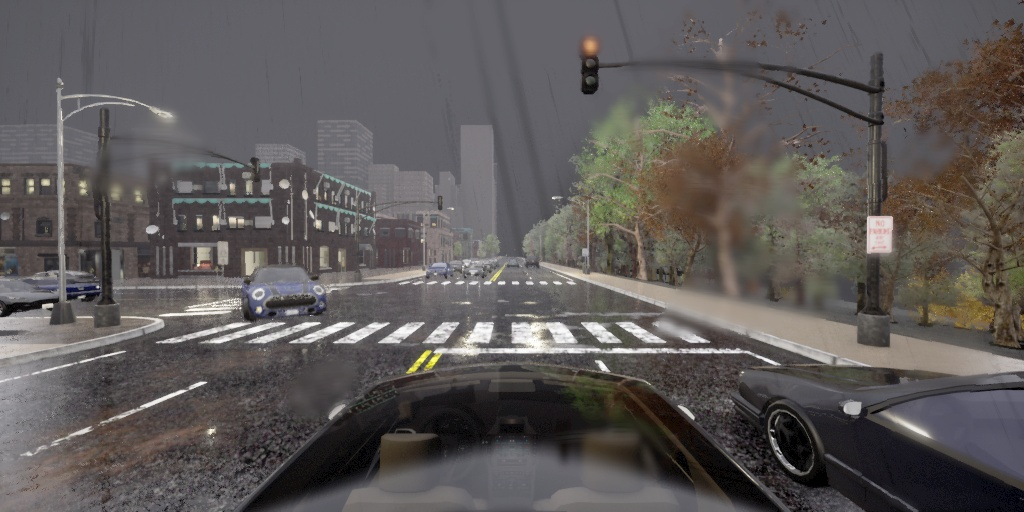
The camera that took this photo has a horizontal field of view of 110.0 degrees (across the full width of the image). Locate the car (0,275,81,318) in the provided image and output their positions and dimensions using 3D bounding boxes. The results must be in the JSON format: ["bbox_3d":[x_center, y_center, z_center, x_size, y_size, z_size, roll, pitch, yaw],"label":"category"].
[{"bbox_3d":[-19.930,1.565,13.725,4.313,1.339,1.948,0,0,0],"label":"car"}]

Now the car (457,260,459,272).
[{"bbox_3d":[-6.537,1.241,42.282,1.837,1.490,4.892,0,0,0],"label":"car"}]

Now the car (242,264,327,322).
[{"bbox_3d":[-8.011,1.107,12.482,2.097,1.767,4.553,-1,1,-39],"label":"car"}]

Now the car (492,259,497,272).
[{"bbox_3d":[-3.285,1.228,42.414,2.128,1.511,4.902,0,0,0],"label":"car"}]

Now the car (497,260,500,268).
[{"bbox_3d":[-3.268,1.224,52.520,2.128,1.511,4.902,0,0,0],"label":"car"}]

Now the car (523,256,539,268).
[{"bbox_3d":[3.432,0.951,61.431,2.150,2.045,5.566,0,0,0],"label":"car"}]

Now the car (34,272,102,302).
[{"bbox_3d":[-21.936,1.596,16.435,4.718,1.301,1.895,-1,1,0],"label":"car"}]

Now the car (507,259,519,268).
[{"bbox_3d":[0.185,1.291,62.515,1.994,1.385,4.181,0,0,0],"label":"car"}]

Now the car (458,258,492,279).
[{"bbox_3d":[-3.300,1.232,33.009,2.128,1.511,4.902,0,0,0],"label":"car"}]

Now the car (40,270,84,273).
[{"bbox_3d":[-28.252,1.560,22.249,4.403,1.370,2.007,0,0,0],"label":"car"}]

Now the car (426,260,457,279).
[{"bbox_3d":[-6.552,1.266,33.022,1.812,1.442,4.674,0,0,0],"label":"car"}]

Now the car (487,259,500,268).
[{"bbox_3d":[-3.221,1.253,62.896,1.812,1.442,4.674,0,0,1],"label":"car"}]

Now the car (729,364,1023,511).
[{"bbox_3d":[3.350,1.297,1.544,2.033,1.411,5.357,0,0,0],"label":"car"}]
